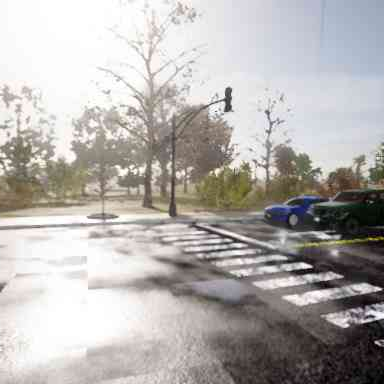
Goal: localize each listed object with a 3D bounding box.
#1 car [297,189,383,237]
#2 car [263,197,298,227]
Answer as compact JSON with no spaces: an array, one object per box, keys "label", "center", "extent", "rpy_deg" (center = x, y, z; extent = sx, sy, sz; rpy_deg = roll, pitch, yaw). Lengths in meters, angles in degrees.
[{"label":"car","center":[8.177,0.891,16.131],"extent":[5.566,2.045,2.150],"rpy_deg":[0,2,-24]},{"label":"car","center":[6.391,1.010,18.918],"extent":[5.008,1.535,1.882],"rpy_deg":[0,2,-25]}]
